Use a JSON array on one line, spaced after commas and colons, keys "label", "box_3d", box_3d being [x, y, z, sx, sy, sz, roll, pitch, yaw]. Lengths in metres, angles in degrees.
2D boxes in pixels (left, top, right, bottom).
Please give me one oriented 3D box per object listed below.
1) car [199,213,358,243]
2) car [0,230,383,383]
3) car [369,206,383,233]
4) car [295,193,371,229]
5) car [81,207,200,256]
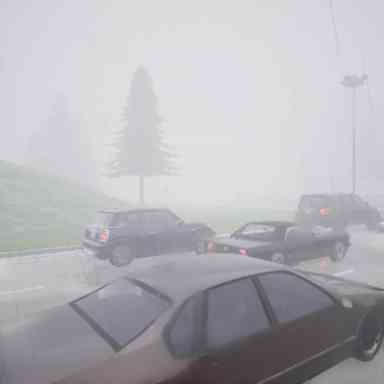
[{"label": "car", "box_3d": [2.746, 1.527, 10.001, 4.718, 1.301, 1.895, -1, 0, -35]}, {"label": "car", "box_3d": [0.452, 1.523, 4.071, 5.357, 1.411, 2.033, -1, 0, -35]}, {"label": "car", "box_3d": [10.714, 1.384, 15.639, 5.357, 1.411, 2.033, -1, 0, -38]}, {"label": "car", "box_3d": [7.933, 1.067, 17.997, 5.566, 2.045, 2.150, -1, 0, -35]}, {"label": "car", "box_3d": [-1.316, 1.303, 11.405, 4.553, 1.767, 2.097, -1, 0, -35]}]
